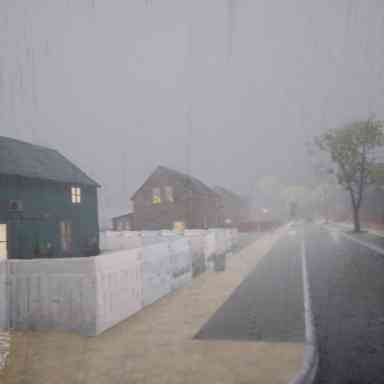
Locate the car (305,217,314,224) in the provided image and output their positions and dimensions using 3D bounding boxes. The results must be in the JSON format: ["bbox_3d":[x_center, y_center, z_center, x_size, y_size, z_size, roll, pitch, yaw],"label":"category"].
[{"bbox_3d":[29.684,7.160,84.122,1.882,1.535,5.008,-6,-6,18],"label":"car"}]
